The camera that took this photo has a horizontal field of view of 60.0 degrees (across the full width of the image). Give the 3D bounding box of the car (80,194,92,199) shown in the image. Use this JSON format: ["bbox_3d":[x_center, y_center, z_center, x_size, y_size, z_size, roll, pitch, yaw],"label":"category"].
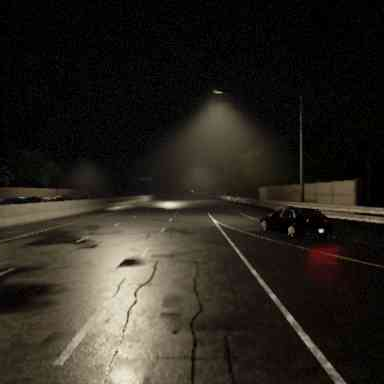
[{"bbox_3d":[-24.618,1.234,77.304,1.837,1.490,4.892,0,0,0],"label":"car"}]

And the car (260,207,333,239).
[{"bbox_3d":[5.317,1.546,17.602,1.837,1.490,4.892,-1,0,-15],"label":"car"}]

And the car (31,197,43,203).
[{"bbox_3d":[-28.057,1.587,58.778,1.837,1.490,4.892,0,0,0],"label":"car"}]

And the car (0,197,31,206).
[{"bbox_3d":[-24.584,1.543,45.652,1.882,1.535,5.008,0,0,0],"label":"car"}]

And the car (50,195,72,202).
[{"bbox_3d":[-24.561,1.689,61.762,1.895,1.301,4.718,0,0,0],"label":"car"}]
